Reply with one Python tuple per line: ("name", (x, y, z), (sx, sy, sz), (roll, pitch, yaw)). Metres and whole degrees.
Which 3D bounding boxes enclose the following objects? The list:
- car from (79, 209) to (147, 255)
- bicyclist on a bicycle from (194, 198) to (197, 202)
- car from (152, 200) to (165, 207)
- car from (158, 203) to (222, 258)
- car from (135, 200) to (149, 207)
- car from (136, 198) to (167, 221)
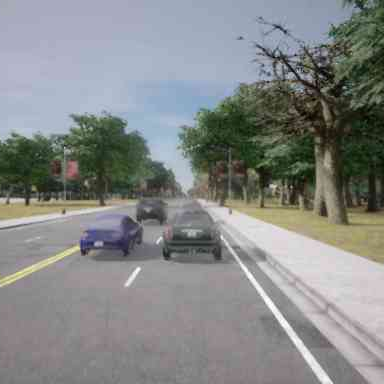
("car", (-3.236, 1.672, 13.905), (1.812, 1.442, 4.674), (0, 0, 0))
("bicyclist on a bicycle", (0.821, 2.380, 86.998), (0.866, 1.612, 1.509), (0, -1, 0))
("car", (-6.559, 2.241, 65.383), (2.033, 1.411, 5.357), (0, -1, 0))
("car", (0.012, 1.493, 13.459), (2.097, 1.767, 4.553), (0, -1, 0))
("car", (-9.810, 2.294, 65.356), (1.895, 1.301, 4.718), (0, -1, 0))
("car", (-3.260, 1.515, 27.591), (2.150, 2.045, 5.566), (0, 0, 0))
